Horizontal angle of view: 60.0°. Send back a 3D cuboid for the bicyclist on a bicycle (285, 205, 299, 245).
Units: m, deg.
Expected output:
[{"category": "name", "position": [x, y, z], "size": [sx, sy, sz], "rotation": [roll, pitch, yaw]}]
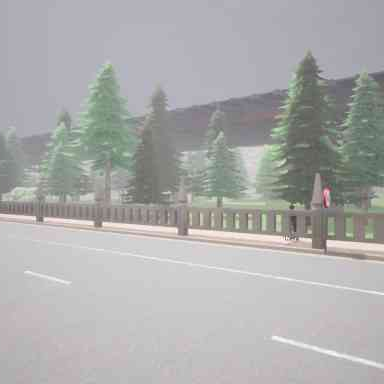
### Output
[{"category": "bicyclist on a bicycle", "position": [4.114, 1.342, 13.595], "size": [0.582, 1.620, 1.656], "rotation": [0, -3, 35]}]
